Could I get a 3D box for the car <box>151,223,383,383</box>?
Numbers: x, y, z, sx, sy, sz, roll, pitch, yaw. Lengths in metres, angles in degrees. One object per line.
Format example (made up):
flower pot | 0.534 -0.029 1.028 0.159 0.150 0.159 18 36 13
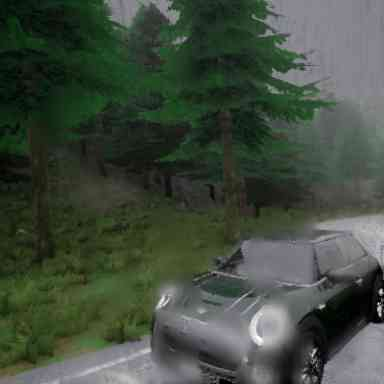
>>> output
car | 1.501 1.466 5.431 2.097 1.767 4.553 -3 -2 43
